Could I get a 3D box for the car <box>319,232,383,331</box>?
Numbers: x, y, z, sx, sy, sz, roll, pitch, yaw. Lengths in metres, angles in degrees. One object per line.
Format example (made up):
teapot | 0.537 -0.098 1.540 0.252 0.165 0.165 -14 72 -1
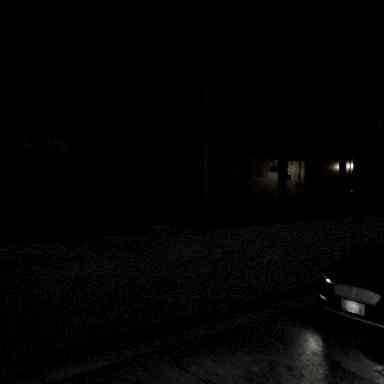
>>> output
car | 4.465 1.491 6.473 4.902 1.511 2.128 0 0 -35
